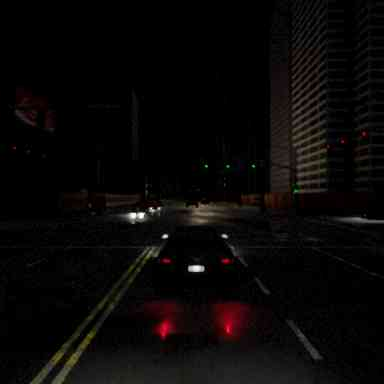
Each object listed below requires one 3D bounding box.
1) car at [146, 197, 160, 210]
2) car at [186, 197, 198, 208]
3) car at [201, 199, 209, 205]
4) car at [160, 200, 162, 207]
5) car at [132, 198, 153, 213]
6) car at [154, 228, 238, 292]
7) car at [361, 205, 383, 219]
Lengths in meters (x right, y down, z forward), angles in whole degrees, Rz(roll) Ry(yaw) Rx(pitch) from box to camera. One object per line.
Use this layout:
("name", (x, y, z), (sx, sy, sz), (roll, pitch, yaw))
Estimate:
("car", (-7.144, 1.887, 56.319), (2.150, 2.045, 5.566), (0, -1, 0))
("car", (0.034, 1.992, 65.323), (2.150, 2.045, 5.566), (0, -1, 0))
("car", (3.397, 2.536, 85.803), (2.128, 1.511, 4.902), (0, -1, 0))
("car", (-7.086, 2.292, 66.677), (1.837, 1.490, 4.892), (0, -1, 0))
("car", (-7.143, 2.039, 46.364), (2.128, 1.511, 4.902), (0, -1, 0))
("car", (0.089, 1.675, 9.289), (1.994, 1.385, 4.181), (0, -1, 0))
("car", (19.677, 1.932, 32.730), (5.357, 1.411, 2.033), (0, -1, 0))
